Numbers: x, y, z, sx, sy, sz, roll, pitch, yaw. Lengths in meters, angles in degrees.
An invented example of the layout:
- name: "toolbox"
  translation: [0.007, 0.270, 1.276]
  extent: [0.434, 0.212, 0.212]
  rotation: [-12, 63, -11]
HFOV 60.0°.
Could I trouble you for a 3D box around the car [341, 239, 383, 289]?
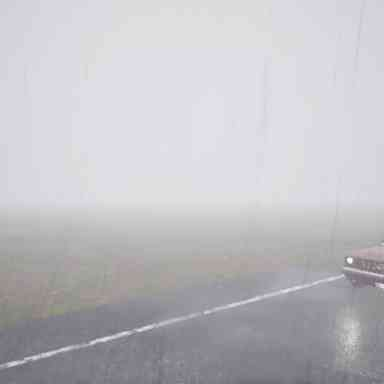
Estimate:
- name: "car"
  translation: [5.663, 1.597, 8.023]
  extent: [4.718, 1.301, 1.895]
  rotation: [0, 0, -35]
